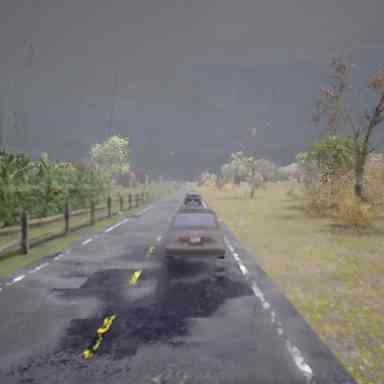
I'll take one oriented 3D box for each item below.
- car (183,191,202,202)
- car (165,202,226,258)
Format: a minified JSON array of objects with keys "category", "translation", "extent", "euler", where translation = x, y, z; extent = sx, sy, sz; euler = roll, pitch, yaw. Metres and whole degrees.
[{"category":"car","translation":[0.093,0.628,38.340],"extent":[1.837,1.490,4.892],"euler":[0,1,0]},{"category":"car","translation":[0.097,1.288,11.501],"extent":[2.033,1.411,5.357],"euler":[0,1,0]}]
